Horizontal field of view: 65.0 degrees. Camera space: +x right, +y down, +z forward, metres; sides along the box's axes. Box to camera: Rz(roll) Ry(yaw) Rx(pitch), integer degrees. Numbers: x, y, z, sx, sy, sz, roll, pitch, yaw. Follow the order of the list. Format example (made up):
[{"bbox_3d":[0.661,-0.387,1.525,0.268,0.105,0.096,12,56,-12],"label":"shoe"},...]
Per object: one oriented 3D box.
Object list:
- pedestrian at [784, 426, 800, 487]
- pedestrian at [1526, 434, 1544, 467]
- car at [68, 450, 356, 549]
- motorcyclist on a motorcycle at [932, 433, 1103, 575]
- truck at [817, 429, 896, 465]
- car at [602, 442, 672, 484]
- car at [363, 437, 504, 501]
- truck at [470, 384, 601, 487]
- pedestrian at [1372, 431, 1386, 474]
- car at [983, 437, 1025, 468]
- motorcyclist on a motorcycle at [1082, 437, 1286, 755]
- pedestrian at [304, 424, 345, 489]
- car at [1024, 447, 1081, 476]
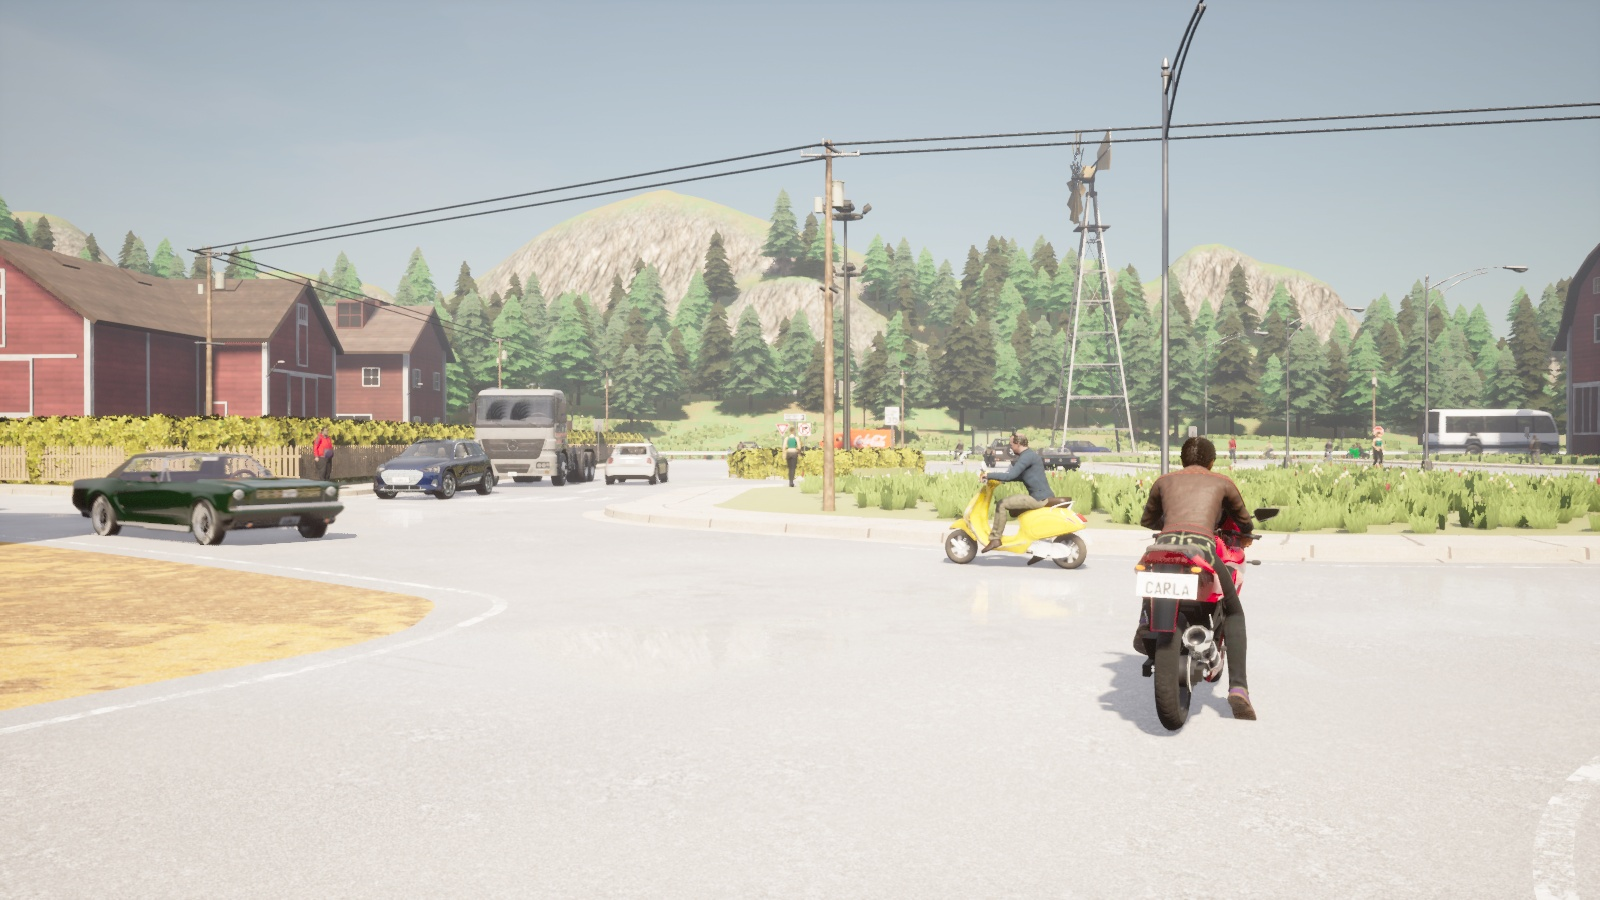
[{"bbox_3d":[-0.245,0.186,38.199,0.345,1.836,0.594,0,0,13],"label":"pedestrian"},{"bbox_3d":[43.019,0.021,73.516,0.563,1.883,0.849,0,0,-1],"label":"pedestrian"},{"bbox_3d":[-9.024,0.668,19.119,4.718,1.301,1.895,1,1,36],"label":"car"},{"bbox_3d":[2.569,0.598,14.846,1.817,1.590,0.866,0,1,27],"label":"motorcyclist on a motorcycle"},{"bbox_3d":[3.968,-0.231,87.967,5.204,2.467,2.627,0,1,10],"label":"truck"},{"bbox_3d":[-5.974,0.445,46.479,1.970,1.475,3.806,0,0,2],"label":"car"},{"bbox_3d":[-10.056,0.470,34.893,2.033,1.649,4.856,0,0,7],"label":"car"},{"bbox_3d":[-9.491,-0.503,46.018,2.891,3.462,7.936,0,0,2],"label":"truck"},{"bbox_3d":[25.194,0.114,54.639,0.345,1.836,0.594,0,0,-1],"label":"pedestrian"},{"bbox_3d":[12.314,0.144,76.014,1.932,1.855,4.605,0,0,2],"label":"car"},{"bbox_3d":[2.227,0.687,7.090,0.797,1.523,2.044,0,1,26],"label":"motorcyclist on a motorcycle"},{"bbox_3d":[-13.673,0.187,36.100,0.899,1.844,0.634,0,0,23],"label":"pedestrian"},{"bbox_3d":[11.834,0.523,59.026,1.895,1.301,4.718,0,0,2],"label":"car"}]
